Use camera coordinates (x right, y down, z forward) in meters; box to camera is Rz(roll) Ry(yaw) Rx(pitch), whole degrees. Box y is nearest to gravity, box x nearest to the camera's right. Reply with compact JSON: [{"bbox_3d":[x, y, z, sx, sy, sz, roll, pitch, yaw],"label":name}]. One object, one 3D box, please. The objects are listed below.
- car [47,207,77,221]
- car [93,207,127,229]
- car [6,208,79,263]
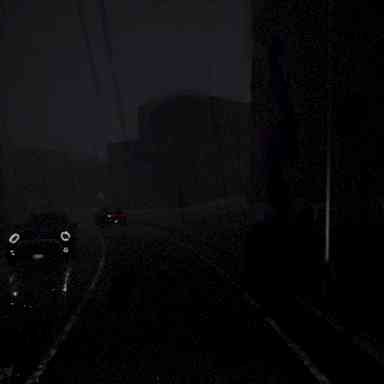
[{"bbox_3d":[-15.335,2.583,39.123,1.812,1.442,4.674,-2,-1,-41],"label":"car"},{"bbox_3d":[-6.391,1.939,25.684,2.128,1.511,4.902,-1,-1,-25],"label":"car"},{"bbox_3d":[-5.600,1.554,12.963,2.097,1.767,4.553,-1,-1,-16],"label":"car"}]
